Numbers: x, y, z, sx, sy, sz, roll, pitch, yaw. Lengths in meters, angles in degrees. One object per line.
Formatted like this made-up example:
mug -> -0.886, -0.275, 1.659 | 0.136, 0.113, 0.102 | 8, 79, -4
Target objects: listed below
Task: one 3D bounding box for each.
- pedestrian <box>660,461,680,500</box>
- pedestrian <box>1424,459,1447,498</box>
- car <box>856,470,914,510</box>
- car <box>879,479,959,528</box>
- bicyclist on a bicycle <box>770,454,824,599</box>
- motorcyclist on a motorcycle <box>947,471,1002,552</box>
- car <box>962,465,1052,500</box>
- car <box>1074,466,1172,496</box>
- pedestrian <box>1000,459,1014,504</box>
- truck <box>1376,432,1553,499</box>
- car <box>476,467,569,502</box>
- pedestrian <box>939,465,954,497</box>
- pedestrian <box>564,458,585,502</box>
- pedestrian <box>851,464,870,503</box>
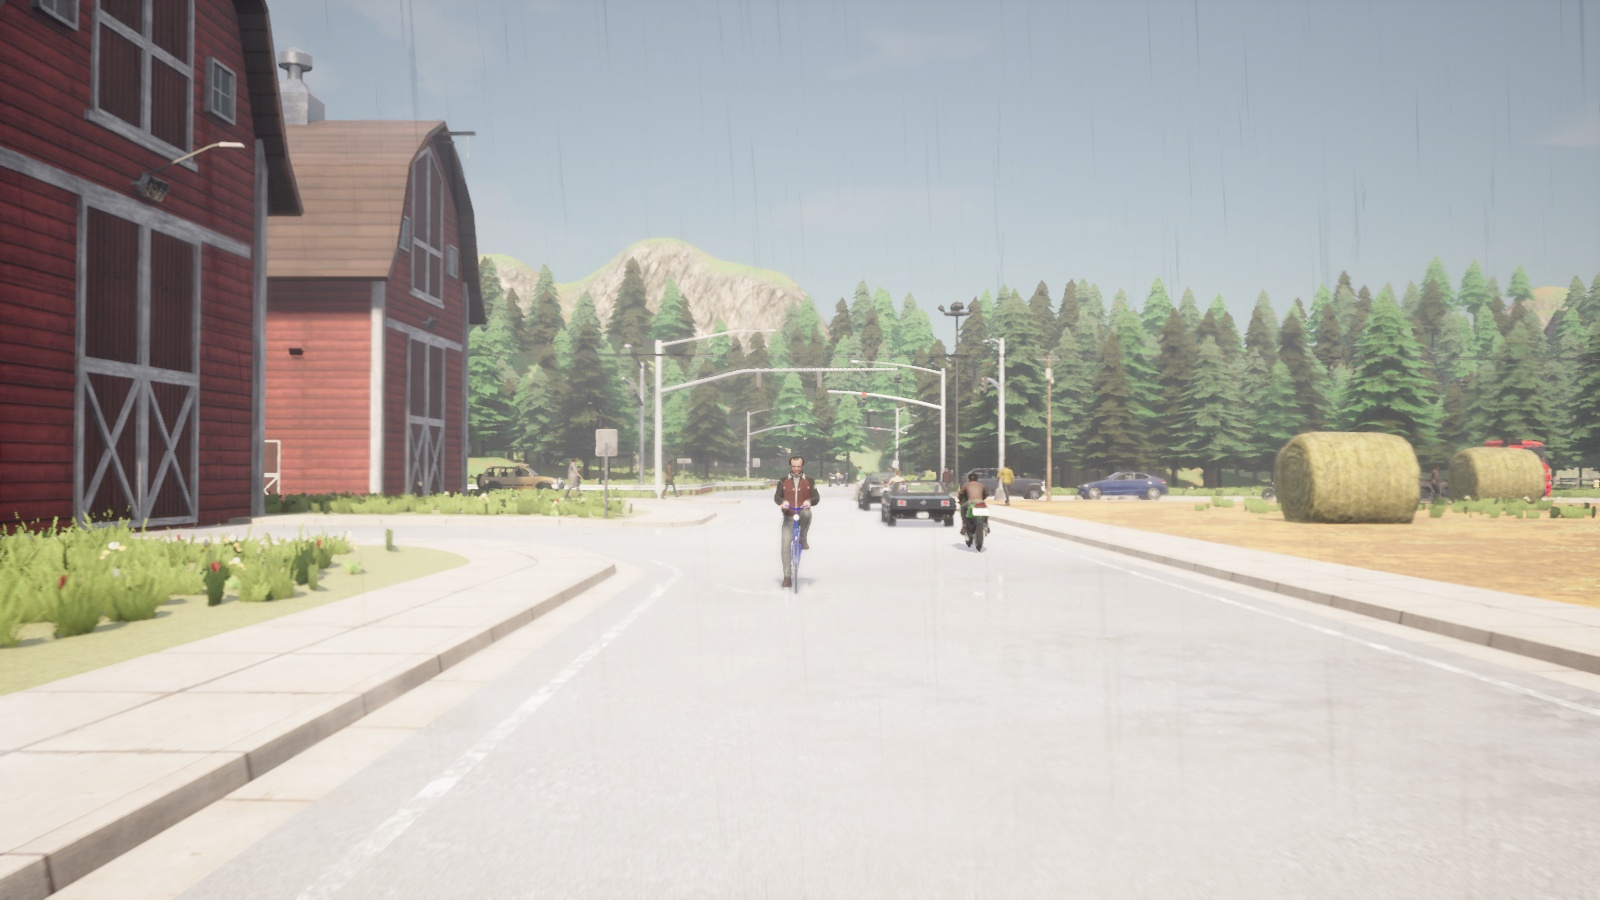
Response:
pedestrian -> -6.066, 1.409, 58.634 | 0.869, 1.805, 0.328 | 0, -1, -26
pedestrian -> 29.521, 1.335, 58.309 | 0.869, 1.805, 0.328 | 0, -1, 5
car -> 3.378, 1.591, 50.577 | 2.007, 1.525, 4.514 | 0, -1, 0
car -> 3.409, 1.517, 36.797 | 1.895, 1.301, 4.718 | 0, -1, 0
bicyclist on a bicycle -> -0.040, 0.960, 16.379 | 0.659, 1.776, 1.843 | 0, -1, 0
motorcyclist on a motorcycle -> 3.441, 1.187, 24.895 | 0.797, 1.523, 2.044 | 0, -1, 0
car -> 11.127, 1.750, 67.855 | 4.605, 1.855, 1.932 | 0, -1, 3
car -> 18.290, 1.740, 71.267 | 5.027, 1.651, 2.152 | 0, -1, 1
pedestrian -> 8.586, 1.315, 52.146 | 0.431, 1.840, 0.709 | 0, -1, -1
truck -> 35.631, 0.847, 67.509 | 7.936, 3.462, 2.891 | 0, -1, 1
car -> -15.073, 1.862, 68.288 | 4.605, 1.855, 1.932 | 0, -1, 1
pedestrian -> 8.532, 1.818, 73.068 | 0.634, 1.844, 0.899 | -1, -1, 25
pedestrian -> -10.224, 1.347, 56.945 | 0.873, 1.952, 0.659 | 0, -1, -18
pedestrian -> 3.073, 1.665, 63.351 | 0.873, 1.952, 0.659 | 0, -1, -4
